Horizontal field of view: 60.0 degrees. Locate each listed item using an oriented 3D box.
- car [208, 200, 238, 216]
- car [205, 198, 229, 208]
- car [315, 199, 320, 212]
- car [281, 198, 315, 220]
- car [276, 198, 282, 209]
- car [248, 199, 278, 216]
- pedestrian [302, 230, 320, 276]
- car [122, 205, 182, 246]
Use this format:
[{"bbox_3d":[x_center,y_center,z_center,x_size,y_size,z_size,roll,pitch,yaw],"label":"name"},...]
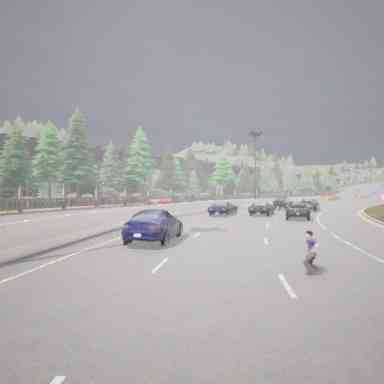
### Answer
[{"bbox_3d":[3.124,1.601,32.426,1.895,1.301,4.718,0,0,21],"label":"car"},{"bbox_3d":[3.804,1.564,50.162,1.994,1.385,4.181,0,0,31],"label":"car"},{"bbox_3d":[13.873,1.491,39.070,2.128,1.511,4.902,0,0,27],"label":"car"},{"bbox_3d":[8.905,1.490,27.801,2.128,1.511,4.902,0,0,19],"label":"car"},{"bbox_3d":[11.603,1.505,42.396,1.837,1.490,4.892,0,0,29],"label":"car"},{"bbox_3d":[6.826,1.601,32.244,1.895,1.301,4.718,0,0,22],"label":"car"},{"bbox_3d":[3.228,1.574,8.897,0.375,1.300,0.375,0,0,7],"label":"pedestrian"},{"bbox_3d":[-1.713,1.526,15.214,1.812,1.442,4.674,0,0,10],"label":"car"}]
